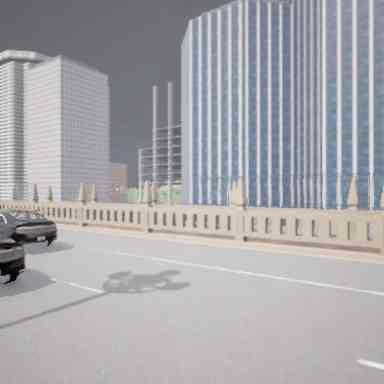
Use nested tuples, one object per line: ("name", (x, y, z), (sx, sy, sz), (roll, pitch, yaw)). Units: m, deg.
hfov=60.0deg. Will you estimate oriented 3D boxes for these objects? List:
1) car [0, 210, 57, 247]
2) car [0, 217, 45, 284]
("car", (-7.530, 1.501, 13.661), (4.902, 1.511, 2.128), (0, 0, 36))
("car", (-6.121, 1.497, 8.357), (4.902, 1.511, 2.128), (0, 0, 36))
